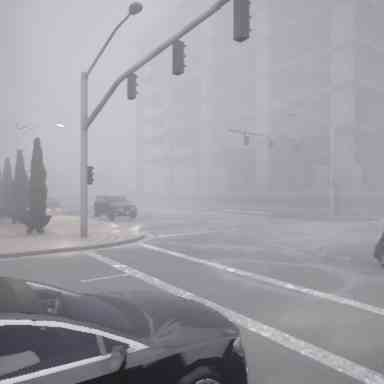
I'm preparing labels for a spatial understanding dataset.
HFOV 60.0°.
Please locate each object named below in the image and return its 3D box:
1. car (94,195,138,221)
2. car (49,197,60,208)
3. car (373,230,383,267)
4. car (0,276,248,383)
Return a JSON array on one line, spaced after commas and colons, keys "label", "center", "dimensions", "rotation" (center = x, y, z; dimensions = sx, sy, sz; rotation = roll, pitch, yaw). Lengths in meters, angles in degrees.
[{"label": "car", "center": [-6.737, 1.306, 28.857], "dimensions": [2.150, 2.045, 5.566], "rotation": [0, 0, -35]}, {"label": "car", "center": [-20.648, 1.519, 48.613], "dimensions": [1.837, 1.490, 4.892], "rotation": [0, 0, -35]}, {"label": "car", "center": [7.437, 1.390, 8.726], "dimensions": [2.097, 1.767, 4.553], "rotation": [0, 0, -35]}, {"label": "car", "center": [-1.656, 1.492, 2.639], "dimensions": [4.902, 1.511, 2.128], "rotation": [0, 0, -37]}]
